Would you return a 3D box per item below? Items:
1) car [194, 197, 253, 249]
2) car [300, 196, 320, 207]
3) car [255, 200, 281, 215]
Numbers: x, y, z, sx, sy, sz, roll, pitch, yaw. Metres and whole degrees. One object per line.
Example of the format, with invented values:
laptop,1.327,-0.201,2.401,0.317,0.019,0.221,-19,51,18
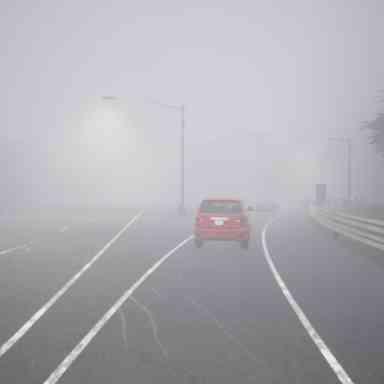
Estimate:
car,1.513,1.235,14.951,2.150,2.045,5.566,0,0,11
car,18.742,1.434,52.358,2.097,1.767,4.553,0,0,38
car,8.183,1.594,35.486,2.033,1.411,5.357,0,0,26
